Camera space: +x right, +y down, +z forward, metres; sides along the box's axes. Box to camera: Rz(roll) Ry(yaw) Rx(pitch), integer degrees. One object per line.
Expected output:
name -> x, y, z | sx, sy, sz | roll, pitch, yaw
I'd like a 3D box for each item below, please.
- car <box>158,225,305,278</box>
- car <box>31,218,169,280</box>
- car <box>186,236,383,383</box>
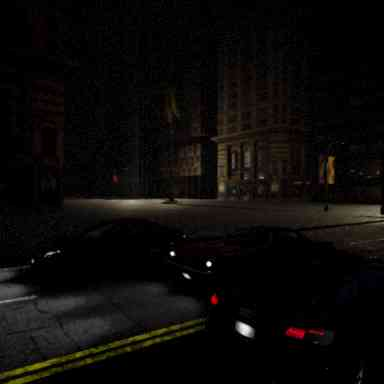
car -> 1.684, 1.606, 8.877 | 4.718, 1.301, 1.895 | 0, 0, -35
car -> -2.262, 1.529, 10.055 | 4.674, 1.442, 1.812 | 0, 0, -35
car -> 2.237, 1.567, 5.031 | 4.181, 1.385, 1.994 | 0, 0, -36
